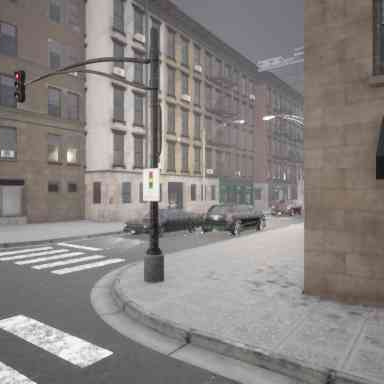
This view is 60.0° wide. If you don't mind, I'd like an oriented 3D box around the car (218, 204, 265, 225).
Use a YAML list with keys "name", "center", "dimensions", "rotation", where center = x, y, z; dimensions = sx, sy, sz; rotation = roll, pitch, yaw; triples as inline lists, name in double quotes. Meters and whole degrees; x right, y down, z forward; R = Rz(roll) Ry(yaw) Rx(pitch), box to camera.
- name: "car"
  center: [4.044, 1.696, 26.529]
  dimensions: [1.994, 1.385, 4.181]
  rotation: [0, 0, 36]

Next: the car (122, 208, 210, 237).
- name: "car"
  center: [-1.415, 1.630, 18.891]
  dimensions: [2.033, 1.411, 5.357]
  rotation: [0, 0, 35]

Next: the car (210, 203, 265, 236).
- name: "car"
  center: [2.539, 1.448, 19.482]
  dimensions: [2.097, 1.767, 4.553]
  rotation: [0, 0, 36]

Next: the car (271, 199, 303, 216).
- name: "car"
  center: [9.966, 1.538, 34.810]
  dimensions: [2.097, 1.767, 4.553]
  rotation: [0, 0, 35]
